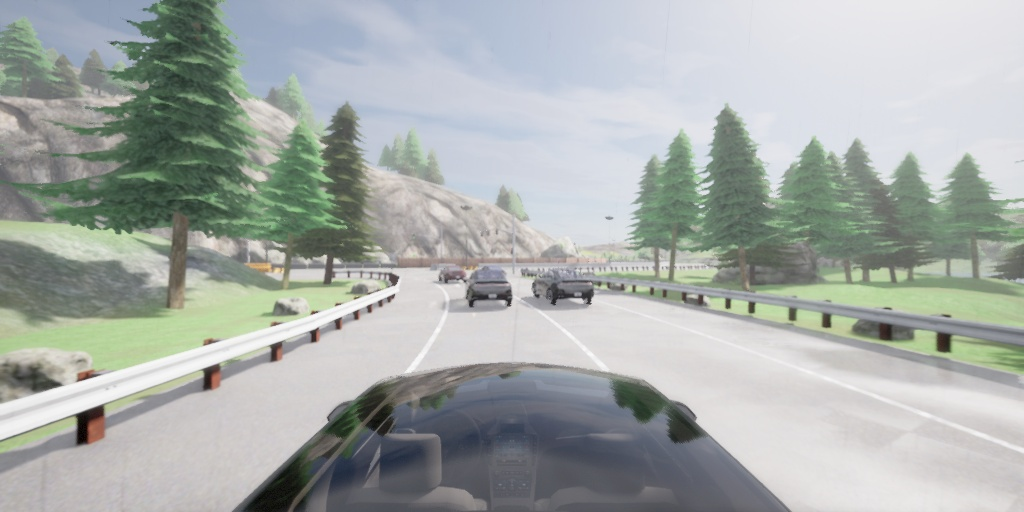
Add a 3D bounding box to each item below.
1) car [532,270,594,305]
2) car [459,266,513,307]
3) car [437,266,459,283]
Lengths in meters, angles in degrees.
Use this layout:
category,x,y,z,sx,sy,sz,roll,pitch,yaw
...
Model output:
category,x,y,z,sx,sy,sz,roll,pitch,yaw
car,2.282,1.386,17.032,2.128,1.511,4.902,0,0,-10
car,-1.170,1.384,16.455,2.128,1.511,4.902,0,0,-10
car,-5.215,1.564,31.299,1.812,1.442,4.674,0,0,-21
